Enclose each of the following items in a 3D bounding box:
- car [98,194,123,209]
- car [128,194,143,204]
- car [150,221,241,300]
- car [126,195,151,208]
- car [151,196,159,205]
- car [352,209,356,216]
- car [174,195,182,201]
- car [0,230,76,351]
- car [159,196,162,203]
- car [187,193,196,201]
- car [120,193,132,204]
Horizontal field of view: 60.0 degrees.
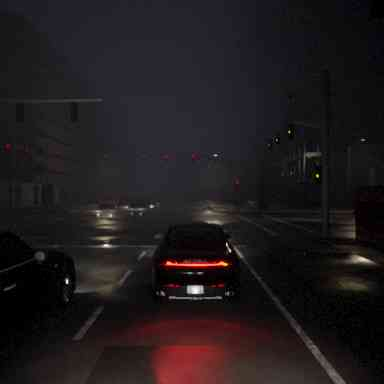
[{"bbox_3d":[-10.995,1.459,44.240,1.882,1.535,5.008,0,0,0],"label":"car"},{"bbox_3d":[-10.828,1.325,63.809,2.097,1.767,4.553,0,0,1],"label":"car"},{"bbox_3d":[0.076,1.501,8.376,1.837,1.490,4.892,0,0,0],"label":"car"},{"bbox_3d":[-7.509,1.527,47.425,2.033,1.411,5.357,0,0,0],"label":"car"},{"bbox_3d":[-7.429,1.453,57.404,1.882,1.535,5.008,0,0,1],"label":"car"},{"bbox_3d":[15.955,1.644,27.612,4.718,1.301,1.895,0,0,0],"label":"car"},{"bbox_3d":[-3.569,1.517,84.167,1.994,1.385,4.181,0,0,1],"label":"car"},{"bbox_3d":[-3.449,1.350,5.051,2.097,1.767,4.553,0,0,0],"label":"car"},{"bbox_3d":[-7.246,1.518,67.847,2.033,1.411,5.357,0,0,1],"label":"car"},{"bbox_3d":[-0.067,1.189,84.394,2.150,2.045,5.566,0,0,1],"label":"car"},{"bbox_3d":[-10.970,1.198,54.060,2.150,2.045,5.566,0,0,1],"label":"car"}]
